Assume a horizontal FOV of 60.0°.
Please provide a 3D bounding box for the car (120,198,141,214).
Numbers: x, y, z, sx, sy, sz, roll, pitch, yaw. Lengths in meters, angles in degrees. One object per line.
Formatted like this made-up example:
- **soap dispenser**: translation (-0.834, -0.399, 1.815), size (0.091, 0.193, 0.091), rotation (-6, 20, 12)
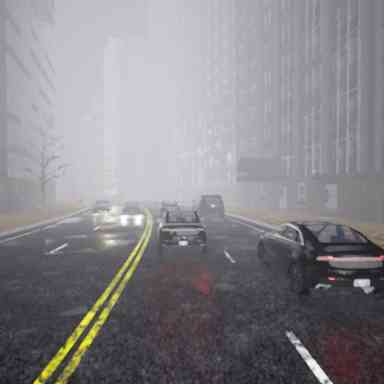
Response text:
- **car**: translation (-6.402, 1.624, 35.449), size (1.895, 1.301, 4.718), rotation (0, 0, -10)

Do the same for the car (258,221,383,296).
- **car**: translation (3.074, 1.487, 8.635), size (2.128, 1.511, 4.902), rotation (0, 0, -2)

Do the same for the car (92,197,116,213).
- **car**: translation (-10.009, 1.587, 37.300), size (2.033, 1.411, 5.357), rotation (0, 0, -10)

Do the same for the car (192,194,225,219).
- **car**: translation (1.330, 1.215, 28.950), size (2.150, 2.045, 5.566), rotation (0, 0, -7)

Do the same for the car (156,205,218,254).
- **car**: translation (-0.444, 1.494, 13.553), size (2.128, 1.511, 4.902), rotation (0, 0, -4)

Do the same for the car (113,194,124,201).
- **car**: translation (-16.596, 1.193, 75.027), size (2.097, 1.767, 4.553), rotation (0, 0, -20)

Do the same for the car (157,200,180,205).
- **car**: translation (-2.093, 1.498, 29.865), size (2.128, 1.511, 4.902), rotation (0, 0, -8)
